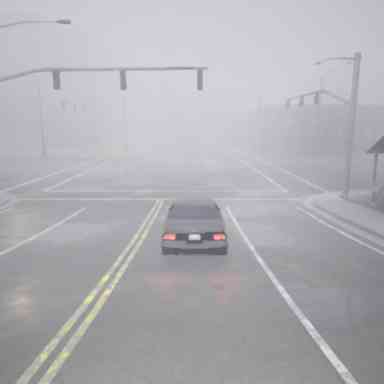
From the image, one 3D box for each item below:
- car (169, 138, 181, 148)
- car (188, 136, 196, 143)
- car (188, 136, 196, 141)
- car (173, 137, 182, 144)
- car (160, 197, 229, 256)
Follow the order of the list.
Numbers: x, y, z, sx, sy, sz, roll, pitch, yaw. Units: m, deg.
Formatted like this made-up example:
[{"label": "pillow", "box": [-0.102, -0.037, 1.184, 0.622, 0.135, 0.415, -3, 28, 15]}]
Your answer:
[{"label": "car", "box": [-3.494, -9.454, 65.194, 1.812, 1.442, 4.674, 0, 11, 0]}, {"label": "car", "box": [0.019, -13.098, 82.746, 2.097, 1.767, 4.553, 0, 11, 0]}, {"label": "car", "box": [0.022, -14.921, 92.748, 1.994, 1.385, 4.181, 0, 11, 0]}, {"label": "car", "box": [-3.481, -12.438, 80.392, 2.033, 1.411, 5.357, 0, 11, 0]}, {"label": "car", "box": [0.076, 0.866, 10.482, 2.033, 1.411, 5.357, 0, 6, 0]}]
